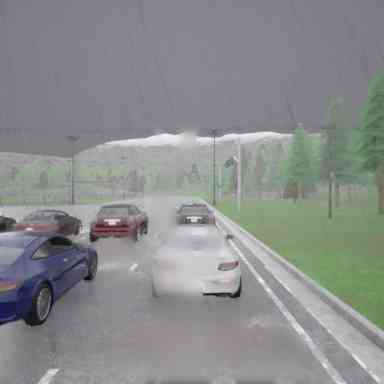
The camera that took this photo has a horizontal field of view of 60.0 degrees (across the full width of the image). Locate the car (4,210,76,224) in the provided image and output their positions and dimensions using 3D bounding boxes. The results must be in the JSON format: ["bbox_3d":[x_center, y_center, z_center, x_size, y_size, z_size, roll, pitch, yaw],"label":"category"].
[{"bbox_3d":[-6.897,1.564,16.219,1.994,1.385,4.181,0,0,0],"label":"car"}]

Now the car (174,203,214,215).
[{"bbox_3d":[0.106,1.351,17.734,2.097,1.767,4.553,0,0,0],"label":"car"}]

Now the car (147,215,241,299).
[{"bbox_3d":[0.102,1.526,8.328,1.812,1.442,4.674,0,0,0],"label":"car"}]

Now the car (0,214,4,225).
[{"bbox_3d":[-10.401,1.564,16.234,1.994,1.385,4.181,0,0,0],"label":"car"}]

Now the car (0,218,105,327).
[{"bbox_3d":[-3.393,1.526,6.892,1.812,1.442,4.674,0,0,0],"label":"car"}]

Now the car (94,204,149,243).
[{"bbox_3d":[-3.398,1.351,16.306,2.097,1.767,4.553,0,0,0],"label":"car"}]
